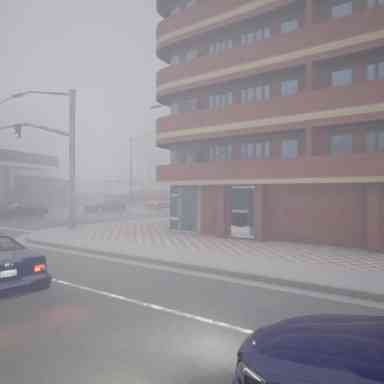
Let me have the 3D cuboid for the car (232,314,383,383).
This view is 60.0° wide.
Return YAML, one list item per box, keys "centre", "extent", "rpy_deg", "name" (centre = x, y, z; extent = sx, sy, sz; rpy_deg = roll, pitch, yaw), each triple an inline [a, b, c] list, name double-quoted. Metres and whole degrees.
- centre: [2.513, 1.536, 2.201]
  extent: [4.674, 1.442, 1.812]
  rpy_deg: [0, 0, 35]
  name: "car"

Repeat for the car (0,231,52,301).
- centre: [-5.342, 1.545, 7.693]
  extent: [5.357, 1.411, 2.033]
  rpy_deg: [0, 0, 38]
  name: "car"

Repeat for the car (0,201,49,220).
- centre: [-14.438, 1.523, 27.985]
  extent: [1.812, 1.442, 4.674]
  rpy_deg: [0, 0, 34]
  name: "car"

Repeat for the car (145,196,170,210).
- centre: [-4.063, 1.389, 43.244]
  extent: [2.097, 1.767, 4.553]
  rpy_deg: [0, 0, 34]
  name: "car"

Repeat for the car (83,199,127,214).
- centre: [-9.250, 1.494, 35.629]
  extent: [1.882, 1.535, 5.008]
  rpy_deg: [0, 0, 34]
  name: "car"
